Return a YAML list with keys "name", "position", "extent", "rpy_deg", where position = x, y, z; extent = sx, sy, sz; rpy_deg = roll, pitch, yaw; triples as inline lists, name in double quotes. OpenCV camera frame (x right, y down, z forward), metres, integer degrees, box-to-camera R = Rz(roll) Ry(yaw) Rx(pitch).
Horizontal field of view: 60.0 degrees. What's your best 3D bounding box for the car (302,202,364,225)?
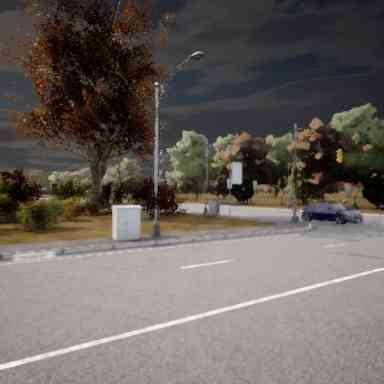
- name: "car"
  position: [11.132, 1.576, 26.471]
  extent: [2.097, 1.767, 4.553]
  rpy_deg: [1, 0, -32]
